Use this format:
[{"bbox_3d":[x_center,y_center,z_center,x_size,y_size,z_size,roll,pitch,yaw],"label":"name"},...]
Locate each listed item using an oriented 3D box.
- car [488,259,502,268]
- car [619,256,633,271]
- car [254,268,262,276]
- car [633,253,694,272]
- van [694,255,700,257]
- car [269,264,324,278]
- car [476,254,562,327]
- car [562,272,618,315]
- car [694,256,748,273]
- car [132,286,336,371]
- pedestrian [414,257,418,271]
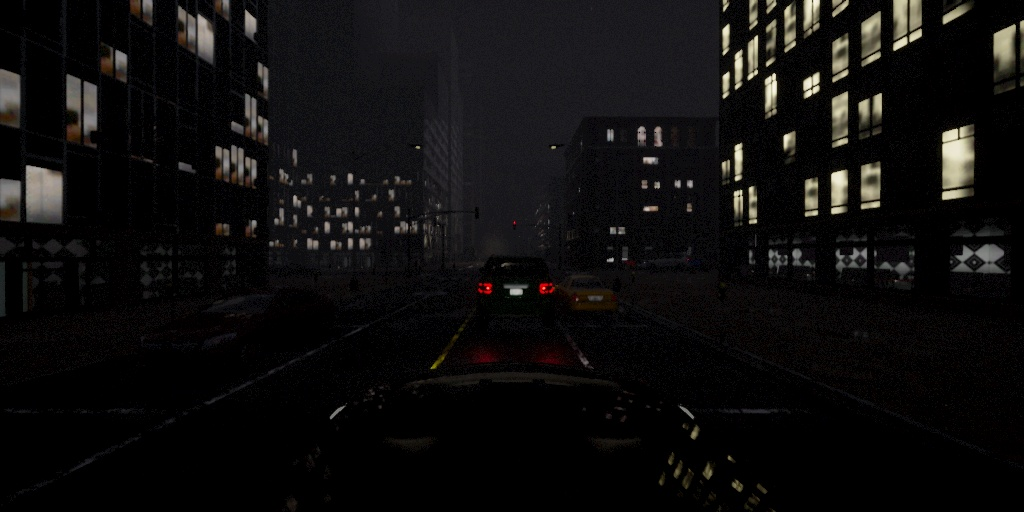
[{"bbox_3d":[-2.821,1.243,59.734,2.033,1.411,5.357,0,0,0],"label":"car"},{"bbox_3d":[15.321,0.803,43.531,5.009,1.841,2.192,0,0,-1],"label":"car"},{"bbox_3d":[-28.404,1.608,42.975,4.403,1.370,2.007,0,0,-1],"label":"car"},{"bbox_3d":[17.289,0.692,41.084,5.566,2.045,2.150,-1,0,-1],"label":"car"},{"bbox_3d":[20.977,0.759,43.590,3.998,1.789,1.690,0,0,-1],"label":"van"},{"bbox_3d":[-22.313,1.519,37.670,4.674,1.442,1.812,-1,0,-1],"label":"car"},{"bbox_3d":[0.096,0.965,11.621,2.150,2.045,5.566,0,0,0],"label":"car"},{"bbox_3d":[2.564,1.264,13.325,1.751,1.417,4.829,0,0,0],"label":"car"},{"bbox_3d":[21.085,0.986,35.710,4.507,1.381,1.888,0,0,-1],"label":"car"},{"bbox_3d":[-5.316,1.326,7.595,1.802,1.307,4.207,0,0,0],"label":"car"},{"bbox_3d":[-12.352,0.977,46.159,0.375,1.860,0.375,0,1,-1],"label":"pedestrian"}]
